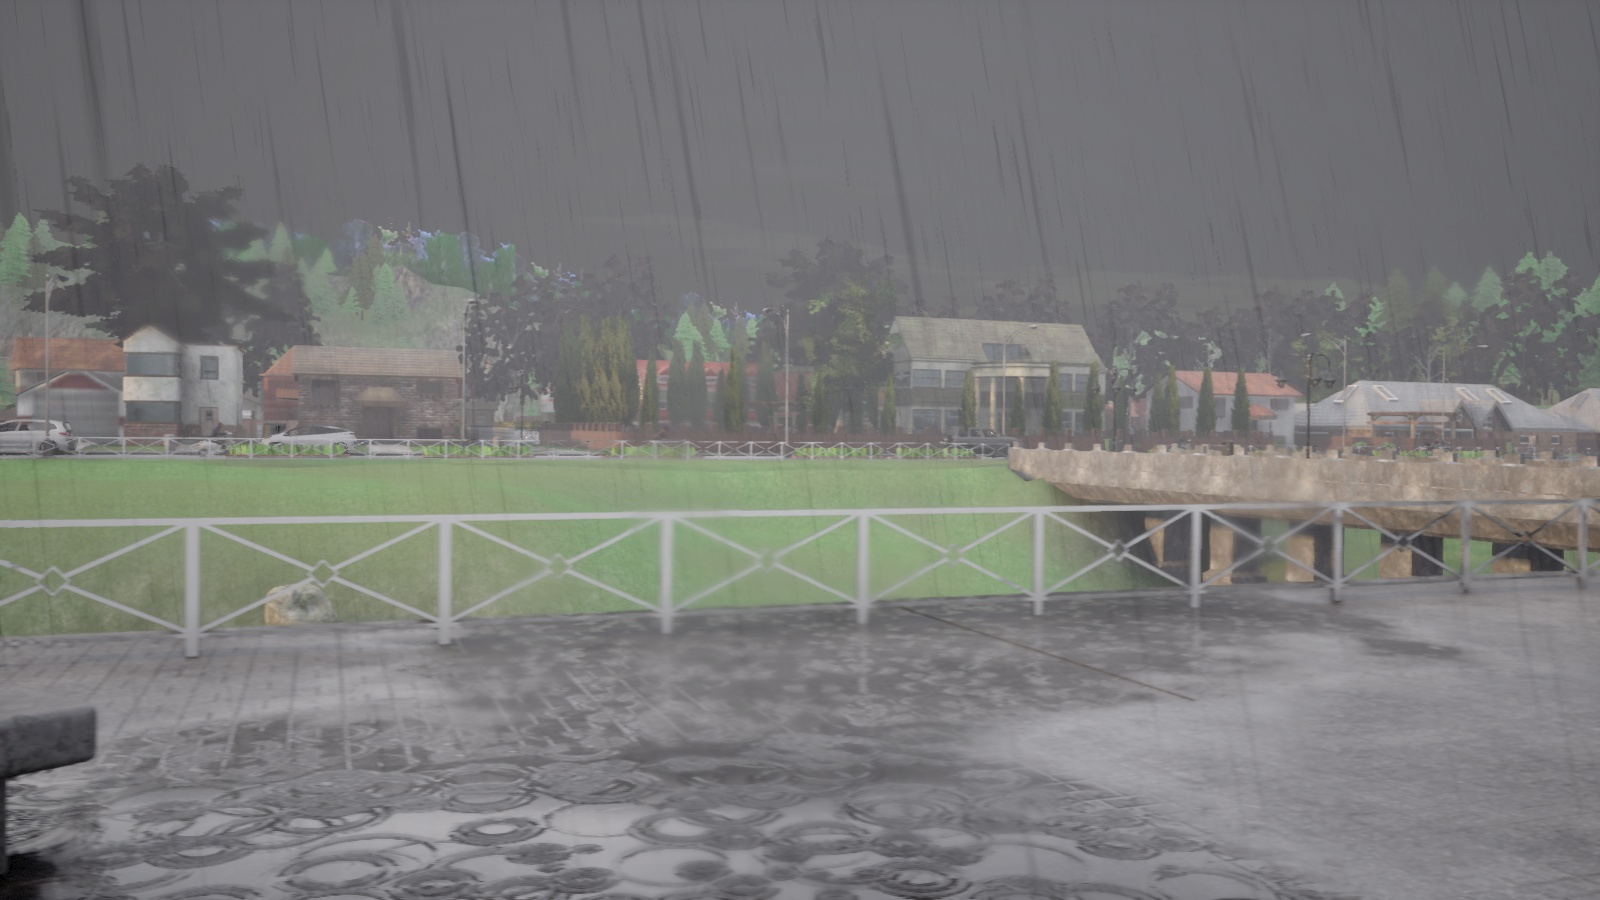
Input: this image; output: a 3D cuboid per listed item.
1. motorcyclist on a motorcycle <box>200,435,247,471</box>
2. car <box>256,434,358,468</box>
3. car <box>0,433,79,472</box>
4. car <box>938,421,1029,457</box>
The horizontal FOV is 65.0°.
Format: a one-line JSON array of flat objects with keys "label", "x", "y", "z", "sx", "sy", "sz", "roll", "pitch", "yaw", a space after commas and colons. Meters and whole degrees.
[{"label": "motorcyclist on a motorcycle", "x": -25.579, "y": 0.121, "z": 55.772, "sx": 1.817, "sy": 1.590, "sz": 0.866, "roll": -1, "pitch": 1, "yaw": -21}, {"label": "car", "x": -23.798, "y": 0.014, "z": 60.726, "sx": 4.514, "sy": 1.525, "sz": 2.007, "roll": -1, "pitch": 1, "yaw": -21}, {"label": "car", "x": -35.207, "y": 0.105, "z": 56.396, "sx": 4.611, "sy": 1.667, "sz": 2.242, "roll": -1, "pitch": 1, "yaw": -21}, {"label": "car", "x": 10.132, "y": -0.623, "z": 69.319, "sx": 4.605, "sy": 1.855, "sz": 1.932, "roll": -1, "pitch": 1, "yaw": -21}]
